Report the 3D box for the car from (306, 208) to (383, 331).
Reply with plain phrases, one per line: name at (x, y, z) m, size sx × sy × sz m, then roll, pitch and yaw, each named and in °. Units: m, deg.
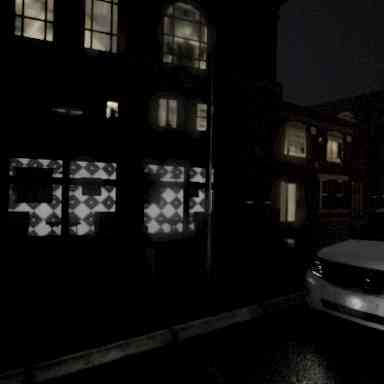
car at (4.560, 1.273, 6.405) m, size 5.566 × 2.045 × 2.150 m, roll 1°, pitch 0°, yaw -37°
